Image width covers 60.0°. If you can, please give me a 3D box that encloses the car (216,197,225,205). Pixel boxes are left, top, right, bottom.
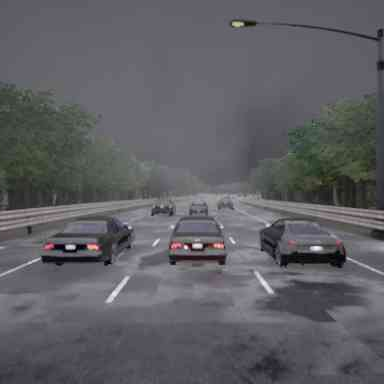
[{"bbox_3d":[6.144,1.885,71.463,1.882,1.535,5.008,0,0,4],"label":"car"}]

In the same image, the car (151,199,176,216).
[{"bbox_3d":[-2.783,1.464,33.743,2.097,1.767,4.553,0,0,2],"label":"car"}]

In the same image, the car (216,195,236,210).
[{"bbox_3d":[4.696,1.562,47.640,2.097,1.767,4.553,0,0,3],"label":"car"}]

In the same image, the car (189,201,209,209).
[{"bbox_3d":[0.725,1.608,33.979,2.128,1.511,4.902,0,0,2],"label":"car"}]

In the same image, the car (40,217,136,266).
[{"bbox_3d":[-3.313,1.571,11.648,2.033,1.411,5.357,0,0,1],"label":"car"}]

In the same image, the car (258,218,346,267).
[{"bbox_3d":[3.587,1.593,11.524,1.994,1.385,4.181,0,0,1],"label":"car"}]

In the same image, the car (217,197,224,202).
[{"bbox_3d":[8.067,2.101,94.188,1.812,1.442,4.674,0,0,6],"label":"car"}]

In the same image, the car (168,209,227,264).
[{"bbox_3d":[0.190,1.573,11.888,2.033,1.411,5.357,0,0,1],"label":"car"}]
